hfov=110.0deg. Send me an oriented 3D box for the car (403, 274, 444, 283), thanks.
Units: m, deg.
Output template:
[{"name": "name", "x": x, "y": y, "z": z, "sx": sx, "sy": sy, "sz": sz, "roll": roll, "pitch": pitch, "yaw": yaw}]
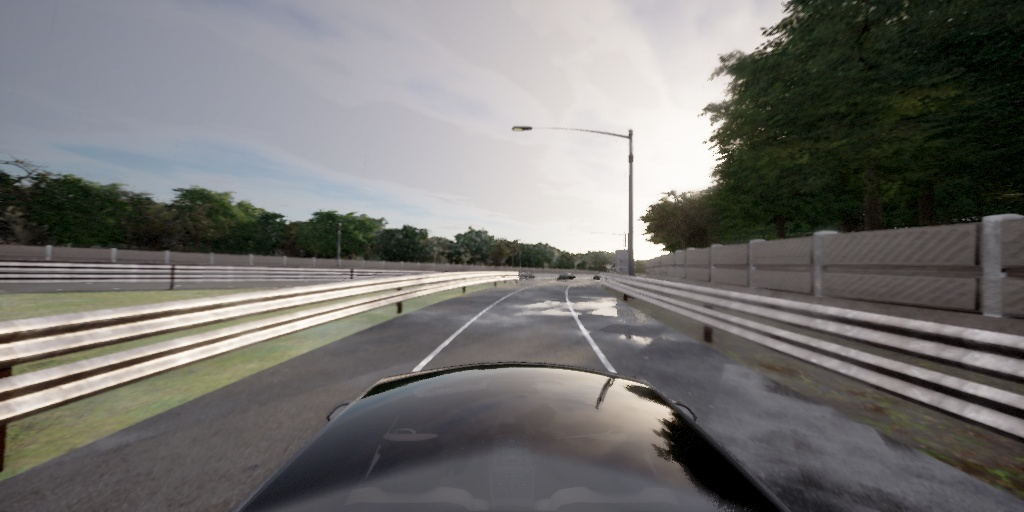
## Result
[{"name": "car", "x": -9.680, "y": 2.329, "z": 40.906, "sx": 1.812, "sy": 1.442, "sz": 4.674, "roll": -1, "pitch": -4, "yaw": 34}]
